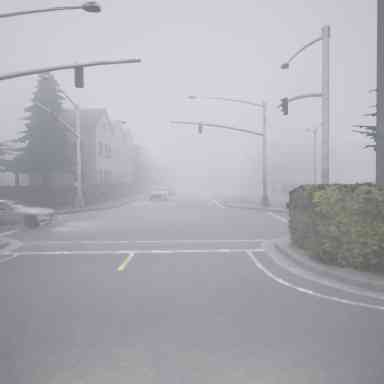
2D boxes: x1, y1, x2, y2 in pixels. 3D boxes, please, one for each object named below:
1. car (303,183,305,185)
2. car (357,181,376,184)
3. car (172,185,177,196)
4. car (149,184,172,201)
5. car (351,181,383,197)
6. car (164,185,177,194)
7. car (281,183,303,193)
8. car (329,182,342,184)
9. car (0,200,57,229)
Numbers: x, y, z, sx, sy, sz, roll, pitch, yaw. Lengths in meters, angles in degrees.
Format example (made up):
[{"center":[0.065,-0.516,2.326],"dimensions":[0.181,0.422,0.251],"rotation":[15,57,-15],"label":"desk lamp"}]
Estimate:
[{"center":[18.883,-0.873,59.132],"dimensions":[1.970,1.475,3.806],"rotation":[-1,2,0],"label":"car"},{"center":[19.009,-0.177,34.213],"dimensions":[1.905,1.878,3.866],"rotation":[-1,2,0],"label":"car"},{"center":[-3.743,-0.306,47.780],"dimensions":[2.097,1.767,4.553],"rotation":[-1,2,0],"label":"car"},{"center":[-3.723,0.162,37.762],"dimensions":[1.882,1.535,5.008],"rotation":[-1,2,0],"label":"car"},{"center":[22.253,-0.462,42.094],"dimensions":[1.932,1.855,4.605],"rotation":[-1,2,0],"label":"car"},{"center":[-3.731,-0.509,58.164],"dimensions":[1.837,1.490,4.892],"rotation":[-1,2,0],"label":"car"},{"center":[15.259,-0.526,52.071],"dimensions":[2.007,1.523,4.514],"rotation":[-1,2,0],"label":"car"},{"center":[25.297,-1.035,59.485],"dimensions":[2.152,1.636,5.027],"rotation":[-1,2,0],"label":"car"},{"center":[-9.559,1.144,17.387],"dimensions":[4.674,1.442,1.812],"rotation":[-2,2,0],"label":"car"}]
